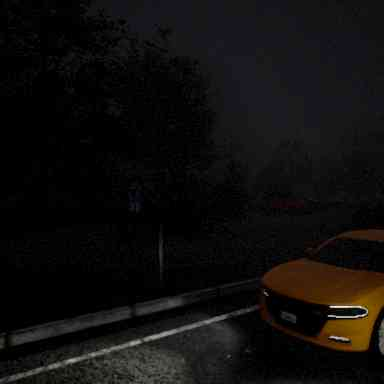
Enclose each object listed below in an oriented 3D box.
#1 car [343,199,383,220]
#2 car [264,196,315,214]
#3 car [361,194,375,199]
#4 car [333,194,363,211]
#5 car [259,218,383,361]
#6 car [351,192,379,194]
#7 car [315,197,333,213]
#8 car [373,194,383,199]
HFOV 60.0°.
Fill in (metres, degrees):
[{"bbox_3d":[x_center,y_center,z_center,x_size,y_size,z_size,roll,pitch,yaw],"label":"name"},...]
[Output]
[{"bbox_3d":[11.975,1.380,19.697,2.163,1.488,4.792,0,0,-35],"label":"car"},{"bbox_3d":[9.360,1.215,33.166,2.185,1.767,4.553,0,0,-35],"label":"car"},{"bbox_3d":[18.493,1.352,39.597,2.163,1.488,4.792,0,0,-35],"label":"car"},{"bbox_3d":[16.266,1.328,38.074,2.231,1.521,4.892,0,0,-35],"label":"car"},{"bbox_3d":[3.386,1.472,6.102,5.008,1.535,1.882,0,0,-36],"label":"car"},{"bbox_3d":[23.110,1.062,42.849,2.435,2.045,5.566,0,0,-35],"label":"car"},{"bbox_3d":[11.552,1.336,34.742,2.097,1.535,5.008,0,0,-35],"label":"car"},{"bbox_3d":[20.803,1.348,41.223,2.163,1.488,4.792,0,0,-35],"label":"car"}]
